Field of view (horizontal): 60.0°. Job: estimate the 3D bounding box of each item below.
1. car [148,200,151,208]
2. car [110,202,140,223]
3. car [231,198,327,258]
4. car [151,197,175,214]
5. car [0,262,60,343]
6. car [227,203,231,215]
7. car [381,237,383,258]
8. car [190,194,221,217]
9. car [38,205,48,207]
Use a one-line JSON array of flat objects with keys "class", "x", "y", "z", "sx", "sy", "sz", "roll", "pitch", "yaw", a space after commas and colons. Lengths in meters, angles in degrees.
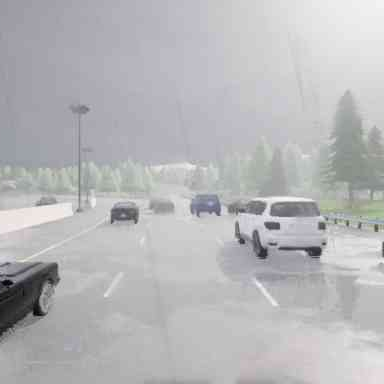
[{"class": "car", "x": -4.736, "y": 1.502, "z": 44.665, "sx": 1.837, "sy": 1.490, "sz": 4.892, "roll": 0, "pitch": 0, "yaw": -13}, {"class": "car", "x": -5.023, "y": 1.476, "z": 25.309, "sx": 1.882, "sy": 1.535, "sz": 5.008, "roll": 0, "pitch": 0, "yaw": -7}, {"class": "car", "x": 3.167, "y": 1.220, "z": 12.895, "sx": 2.150, "sy": 2.045, "sz": 5.566, "roll": 0, "pitch": 0, "yaw": -3}, {"class": "car", "x": -2.993, "y": 1.475, "z": 35.492, "sx": 1.882, "sy": 1.535, "sz": 5.008, "roll": 0, "pitch": 0, "yaw": -9}, {"class": "car", "x": -3.482, "y": 1.600, "z": 4.465, "sx": 1.895, "sy": 1.301, "sz": 4.718, "roll": 0, "pitch": 0, "yaw": -1}, {"class": "car", "x": 4.719, "y": 1.489, "z": 31.586, "sx": 2.128, "sy": 1.511, "sz": 4.902, "roll": 0, "pitch": 0, "yaw": -8}, {"class": "car", "x": 6.868, "y": 1.491, "z": 8.399, "sx": 2.128, "sy": 1.511, "sz": 4.902, "roll": 0, "pitch": 0, "yaw": -2}, {"class": "car", "x": 1.203, "y": 1.216, "z": 31.616, "sx": 2.150, "sy": 2.045, "sz": 5.566, "roll": 0, "pitch": 0, "yaw": -9}, {"class": "car", "x": -18.781, "y": 1.412, "z": 43.099, "sx": 2.097, "sy": 1.767, "sz": 4.553, "roll": 0, "pitch": 0, "yaw": -13}]
